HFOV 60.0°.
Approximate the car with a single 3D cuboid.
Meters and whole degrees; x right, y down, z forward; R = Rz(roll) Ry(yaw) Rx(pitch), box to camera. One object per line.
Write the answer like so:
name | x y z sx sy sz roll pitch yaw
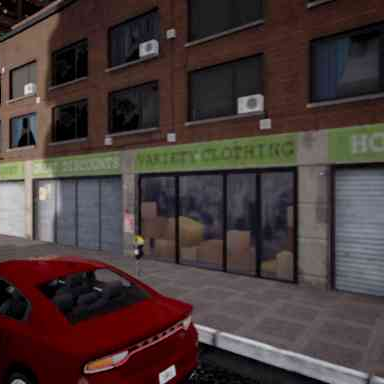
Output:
car | -2.039 1.516 4.339 4.507 1.381 1.887 1 0 36
